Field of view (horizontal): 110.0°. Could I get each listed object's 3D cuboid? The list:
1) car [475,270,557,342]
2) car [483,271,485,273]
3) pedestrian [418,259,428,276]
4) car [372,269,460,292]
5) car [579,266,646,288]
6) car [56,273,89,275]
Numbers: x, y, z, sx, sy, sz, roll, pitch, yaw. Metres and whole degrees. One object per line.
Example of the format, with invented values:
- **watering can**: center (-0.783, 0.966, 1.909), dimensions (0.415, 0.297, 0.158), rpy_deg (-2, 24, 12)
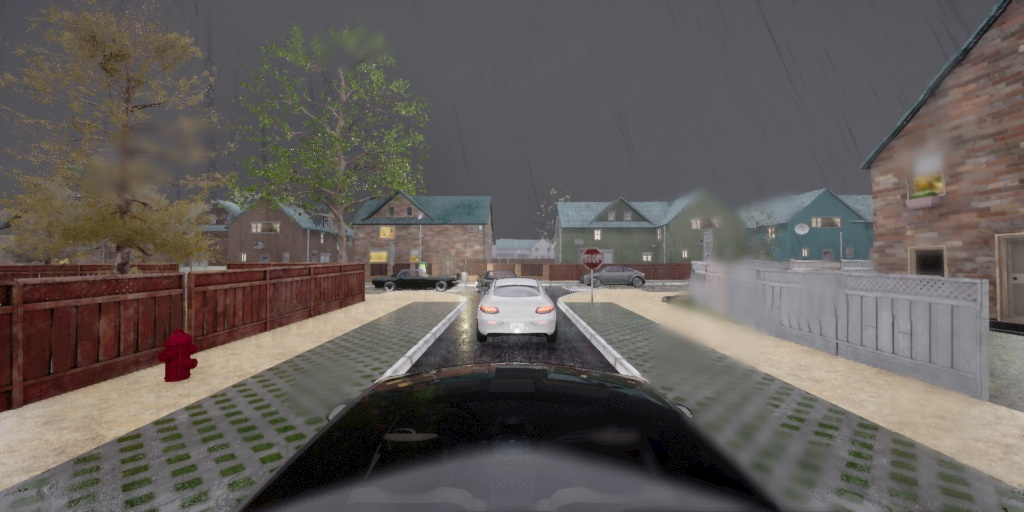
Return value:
- **car**: center (0.108, 1.280, 9.660), dimensions (1.812, 1.442, 4.674), rpy_deg (0, 0, 0)
- **car**: center (-0.746, 1.366, 18.479), dimensions (1.895, 1.301, 4.718), rpy_deg (0, -1, -12)
- **pedestrian**: center (-6.684, 1.119, 26.753), dimensions (0.375, 1.860, 0.375), rpy_deg (0, -1, 1)
- **car**: center (-5.469, 1.417, 20.867), dimensions (4.718, 1.301, 1.895), rpy_deg (-1, -1, 1)
- **car**: center (6.553, 1.344, 23.650), dimensions (4.181, 1.385, 1.994), rpy_deg (0, -1, 1)
- **car**: center (-25.594, 1.633, 21.150), dimensions (4.718, 1.301, 1.895), rpy_deg (-1, -1, 1)
